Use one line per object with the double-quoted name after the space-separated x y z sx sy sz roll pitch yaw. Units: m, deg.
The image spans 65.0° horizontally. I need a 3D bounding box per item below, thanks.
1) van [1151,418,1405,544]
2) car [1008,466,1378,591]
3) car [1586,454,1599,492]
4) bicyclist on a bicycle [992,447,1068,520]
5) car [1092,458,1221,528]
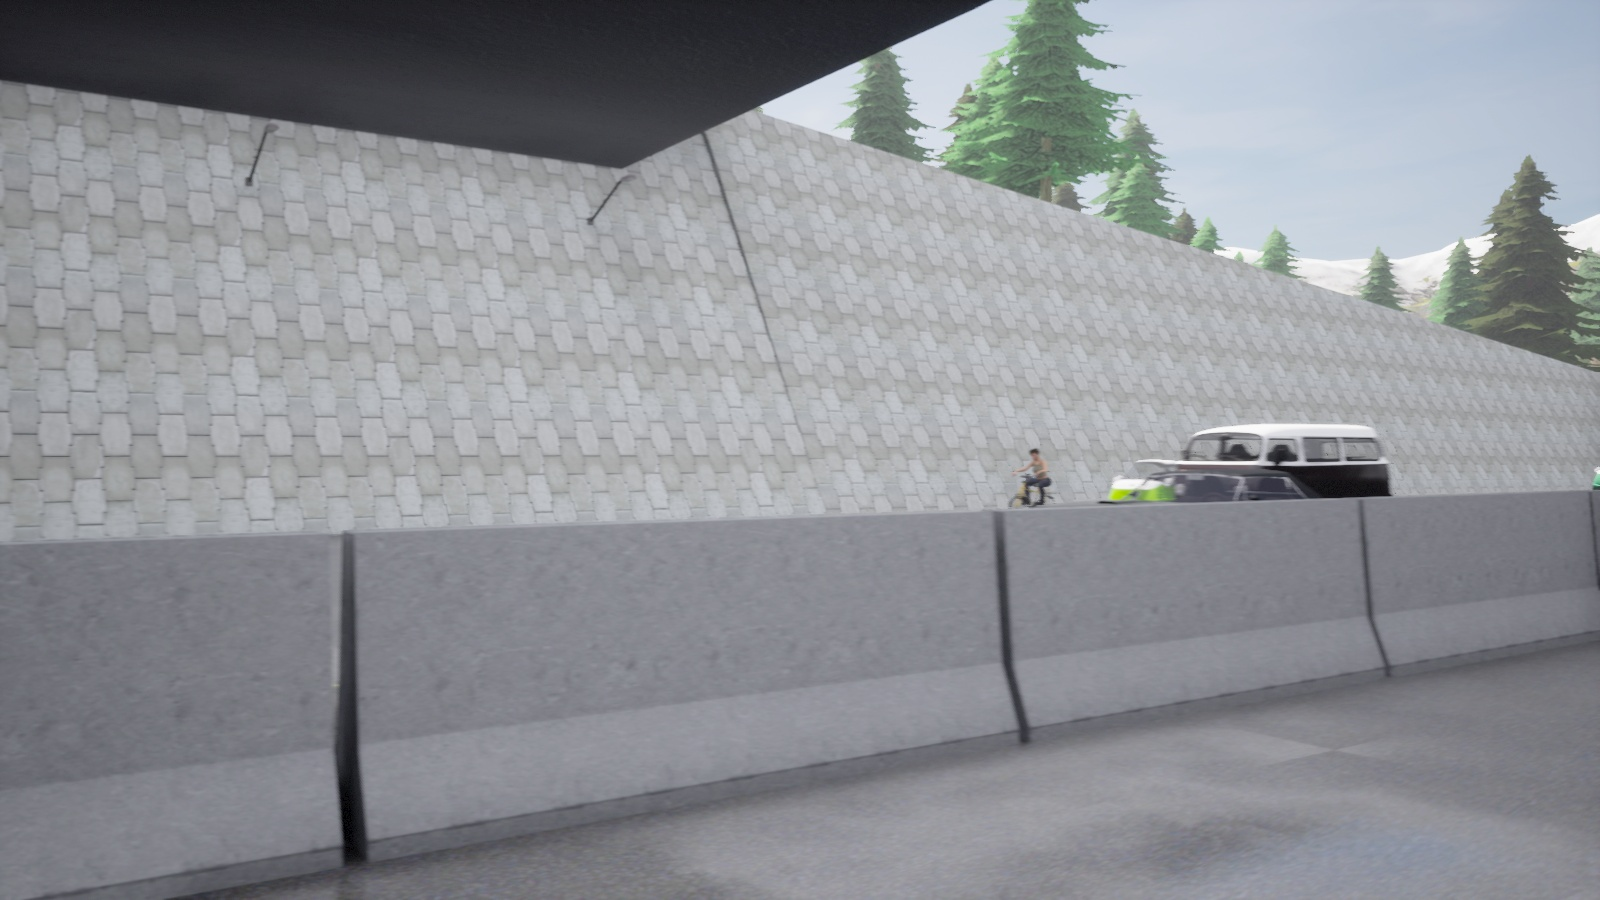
8.572 0.505 22.413 4.480 2.038 2.069 0 0 -35 "van"
4.981 0.873 15.651 4.718 1.301 1.895 0 0 -35 "car"
30.046 0.848 45.878 2.207 1.376 1.481 0 0 -35 "car"
5.244 0.740 28.619 1.509 1.612 0.866 0 0 -35 "bicyclist on a bicycle"
7.327 0.847 25.810 2.207 1.376 1.481 0 0 -35 "car"
